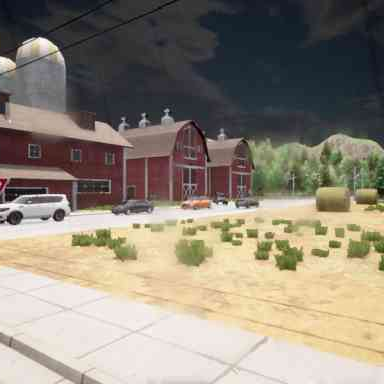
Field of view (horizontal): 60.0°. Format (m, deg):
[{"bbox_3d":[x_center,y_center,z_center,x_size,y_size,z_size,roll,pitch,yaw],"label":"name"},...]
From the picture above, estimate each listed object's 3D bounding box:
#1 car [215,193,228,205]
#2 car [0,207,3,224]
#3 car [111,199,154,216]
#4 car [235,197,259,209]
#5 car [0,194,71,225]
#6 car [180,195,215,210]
[{"bbox_3d":[4.744,1.118,54.883,1.905,1.878,3.866,6,1,-8],"label":"car"},{"bbox_3d":[-12.296,1.575,16.308,1.895,1.301,4.718,0,0,36],"label":"car"},{"bbox_3d":[-5.747,1.477,32.637,1.837,1.490,4.892,0,0,35],"label":"car"},{"bbox_3d":[7.599,1.465,45.379,2.128,1.511,4.902,0,0,35],"label":"car"},{"bbox_3d":[-11.615,1.195,24.206,2.150,2.045,5.566,0,0,35],"label":"car"},{"bbox_3d":[0.526,1.325,41.630,2.097,1.767,4.553,0,0,35],"label":"car"}]
